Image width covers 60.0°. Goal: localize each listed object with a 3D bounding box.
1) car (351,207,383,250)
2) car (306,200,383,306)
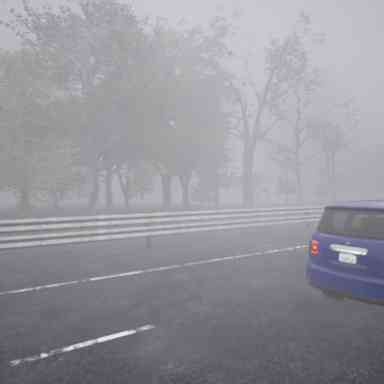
[{"bbox_3d":[9.037,1.441,14.251,4.892,1.490,1.837,0,0,-34],"label":"car"},{"bbox_3d":[4.796,1.189,7.087,5.566,2.045,2.150,0,0,-35],"label":"car"}]
